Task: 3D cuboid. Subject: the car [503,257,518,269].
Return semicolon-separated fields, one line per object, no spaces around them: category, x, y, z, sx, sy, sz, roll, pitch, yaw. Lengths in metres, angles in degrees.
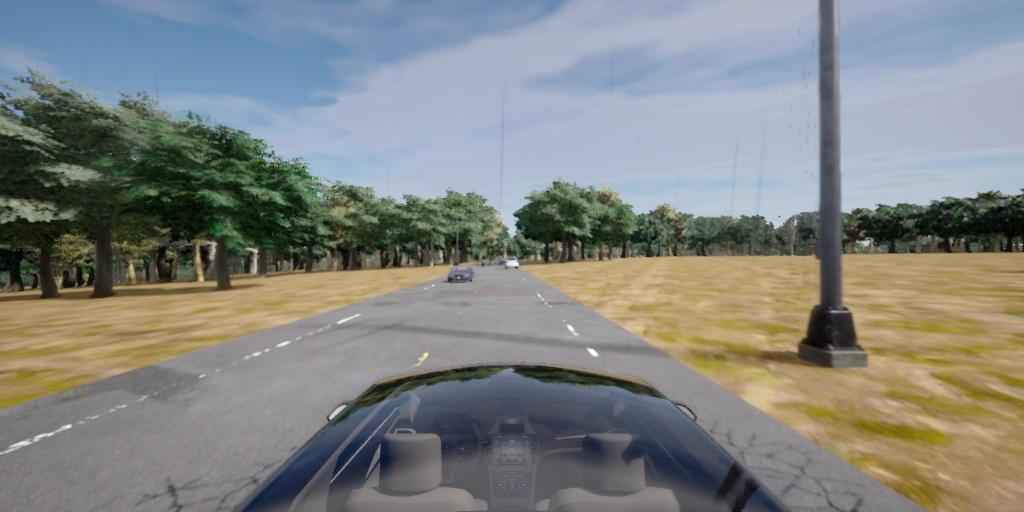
car;-0.087;1.147;61.258;2.150;2.045;5.566;0;0;-1

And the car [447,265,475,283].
car;-4.155;1.482;29.811;1.994;1.385;4.181;0;0;-1
